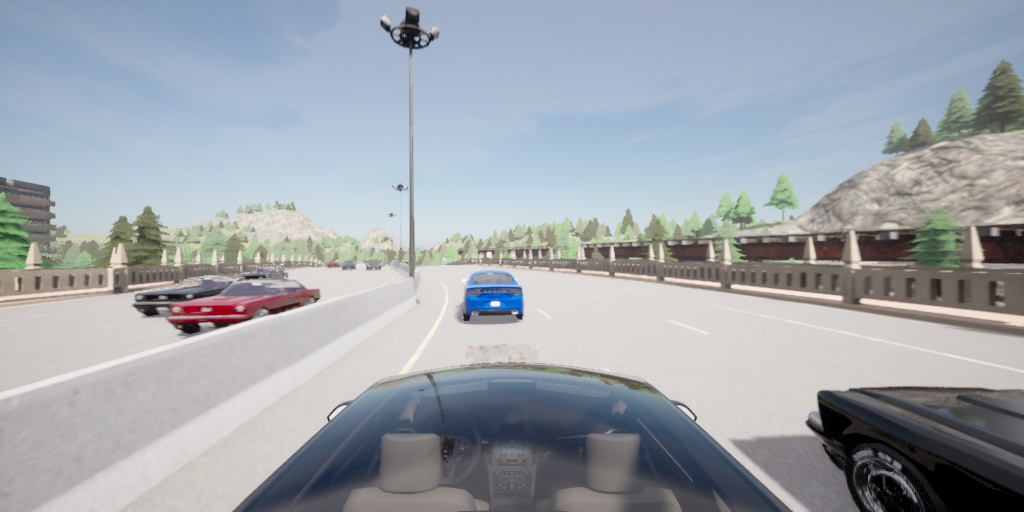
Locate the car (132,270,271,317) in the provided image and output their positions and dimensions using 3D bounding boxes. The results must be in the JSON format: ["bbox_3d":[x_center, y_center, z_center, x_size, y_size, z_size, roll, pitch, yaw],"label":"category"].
[{"bbox_3d":[-11.627,1.414,13.792,1.895,1.301,4.718,0,0,-9],"label":"car"}]

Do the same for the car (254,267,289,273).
[{"bbox_3d":[-18.091,1.471,26.363,1.895,1.301,4.718,0,0,-17],"label":"car"}]

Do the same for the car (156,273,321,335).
[{"bbox_3d":[-7.737,1.390,10.981,1.895,1.301,4.718,0,0,-7],"label":"car"}]

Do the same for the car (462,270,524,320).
[{"bbox_3d":[-0.756,1.229,12.772,1.882,1.535,5.008,0,0,-6],"label":"car"}]

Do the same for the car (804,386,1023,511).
[{"bbox_3d":[3.495,1.337,0.960,1.895,1.301,4.718,0,0,0],"label":"car"}]

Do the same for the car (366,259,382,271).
[{"bbox_3d":[-20.323,1.230,52.814,2.097,1.767,4.553,0,0,-20],"label":"car"}]

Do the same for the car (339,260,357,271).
[{"bbox_3d":[-24.778,1.415,54.730,1.837,1.490,4.892,0,0,-20],"label":"car"}]
